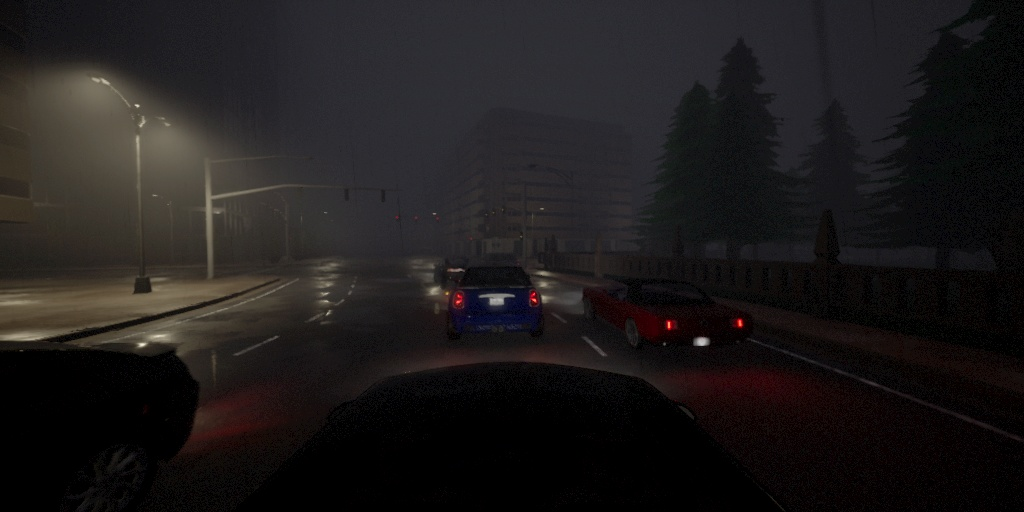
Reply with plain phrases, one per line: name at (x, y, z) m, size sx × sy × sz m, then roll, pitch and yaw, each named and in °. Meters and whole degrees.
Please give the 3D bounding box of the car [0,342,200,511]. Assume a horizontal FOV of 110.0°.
car at (-3.878, 1.289, 1.236) m, size 1.837 × 1.490 × 4.892 m, roll 0°, pitch 2°, yaw 3°

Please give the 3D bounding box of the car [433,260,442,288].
car at (-3.079, 0.823, 19.247) m, size 2.128 × 1.511 × 4.902 m, roll -1°, pitch 2°, yaw -19°

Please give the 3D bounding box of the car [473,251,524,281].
car at (-1.018, 0.559, 23.774) m, size 2.097 × 1.767 × 4.553 m, roll -1°, pitch 2°, yaw -19°

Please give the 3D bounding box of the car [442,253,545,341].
car at (-0.541, 0.910, 9.502) m, size 2.097 × 1.767 × 4.553 m, roll -1°, pitch 1°, yaw -6°

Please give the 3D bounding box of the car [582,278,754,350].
car at (3.135, 1.163, 8.500) m, size 1.895 × 1.301 × 4.718 m, roll 0°, pitch 1°, yaw -5°
